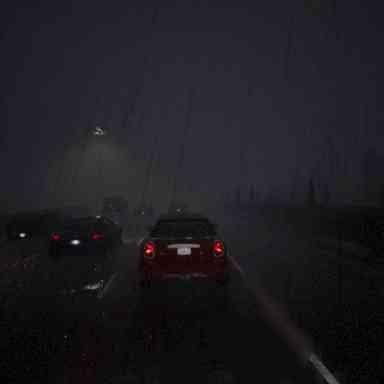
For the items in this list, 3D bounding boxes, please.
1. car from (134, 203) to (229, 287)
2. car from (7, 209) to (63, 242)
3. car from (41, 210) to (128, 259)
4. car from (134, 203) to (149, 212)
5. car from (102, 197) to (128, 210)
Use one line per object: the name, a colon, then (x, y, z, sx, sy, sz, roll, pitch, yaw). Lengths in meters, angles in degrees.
car: (-0.274, 1.365, 9.615, 2.097, 1.767, 4.553, -1, 0, -3)
car: (-7.626, 1.628, 17.172, 1.837, 1.490, 4.892, -1, 1, -3)
car: (-3.927, 1.630, 12.951, 1.994, 1.385, 4.181, -1, 0, -3)
car: (-4.950, 1.862, 35.309, 1.895, 1.301, 4.718, -1, -2, -3)
car: (-8.554, 1.626, 37.412, 2.150, 2.045, 5.566, -1, -2, -3)
